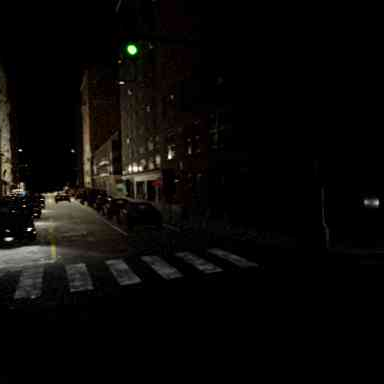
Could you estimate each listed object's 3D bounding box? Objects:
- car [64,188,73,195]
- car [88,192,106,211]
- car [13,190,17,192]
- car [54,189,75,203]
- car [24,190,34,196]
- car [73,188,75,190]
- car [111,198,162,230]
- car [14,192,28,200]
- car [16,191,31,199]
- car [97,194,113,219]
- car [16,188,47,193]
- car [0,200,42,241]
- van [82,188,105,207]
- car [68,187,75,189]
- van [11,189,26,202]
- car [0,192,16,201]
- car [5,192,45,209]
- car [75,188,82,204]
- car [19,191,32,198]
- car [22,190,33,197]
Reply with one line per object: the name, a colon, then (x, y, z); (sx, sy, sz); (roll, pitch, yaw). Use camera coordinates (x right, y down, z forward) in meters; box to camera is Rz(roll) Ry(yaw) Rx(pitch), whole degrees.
car: (-29.764, -0.109, 80.048); (1.752, 1.417, 4.829); (-2, 2, -23)
car: (-7.282, 0.944, 27.785); (1.802, 1.307, 4.206); (-2, 2, -23)
car: (-24.081, 0.698, 45.268); (1.967, 1.590, 4.097); (-2, 2, -23)
car: (-16.838, 0.685, 43.264); (2.033, 1.411, 5.357); (-2, 2, -23)
car: (-37.528, 0.207, 76.533); (1.887, 1.381, 4.507); (-2, 2, -23)
car: (-16.247, 0.545, 48.628); (1.802, 1.307, 4.206); (-2, 2, -23)
car: (-2.798, 1.145, 17.363); (1.802, 1.307, 4.206); (-2, 2, -23)
car: (-28.562, 0.642, 55.692); (1.802, 1.307, 4.206); (-2, 2, -23)
car: (-30.803, 0.511, 60.902); (2.008, 1.369, 4.403); (-2, 2, -23)
car: (-5.040, 1.044, 22.574); (1.802, 1.307, 4.206); (-2, 2, -23)
car: (-15.821, 0.765, 33.147); (2.097, 1.767, 4.553); (-2, 2, -23)
car: (-8.006, 1.318, 14.749); (2.033, 1.411, 5.357); (-2, 2, -27)
van: (-9.527, 0.603, 32.990); (1.690, 1.788, 3.998); (-2, 2, -23)
car: (-20.731, 0.331, 59.049); (1.947, 1.339, 4.313); (-2, 2, -23)
van: (-26.324, 0.500, 50.476); (1.690, 1.788, 3.998); (-2, 2, -23)
car: (-19.596, 1.038, 34.851); (1.802, 1.307, 4.206); (-2, 2, -23)
car: (-11.895, 1.069, 23.920); (1.882, 1.535, 5.008); (-2, 2, -23)
car: (-11.769, 0.477, 38.199); (2.192, 1.841, 5.009); (-2, 2, -23)
car: (-33.045, 0.427, 66.113); (1.947, 1.339, 4.313); (-2, 2, -23)
car: (-35.286, 0.328, 71.323); (1.947, 1.339, 4.313); (-2, 2, -23)
